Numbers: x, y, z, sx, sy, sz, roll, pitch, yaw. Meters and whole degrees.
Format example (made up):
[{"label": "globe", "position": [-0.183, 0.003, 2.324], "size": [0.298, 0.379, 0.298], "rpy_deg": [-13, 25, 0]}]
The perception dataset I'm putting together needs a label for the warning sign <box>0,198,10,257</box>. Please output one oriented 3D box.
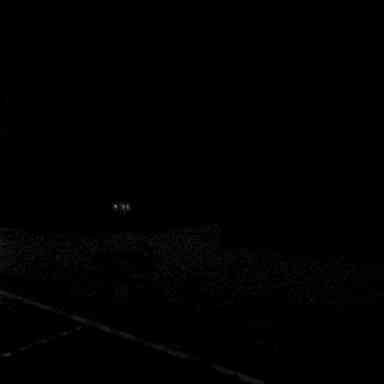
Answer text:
[{"label": "warning sign", "position": [-6.712, 1.149, 10.583], "size": [1.060, 1.860, 1.300], "rpy_deg": [0, 0, 36]}]
